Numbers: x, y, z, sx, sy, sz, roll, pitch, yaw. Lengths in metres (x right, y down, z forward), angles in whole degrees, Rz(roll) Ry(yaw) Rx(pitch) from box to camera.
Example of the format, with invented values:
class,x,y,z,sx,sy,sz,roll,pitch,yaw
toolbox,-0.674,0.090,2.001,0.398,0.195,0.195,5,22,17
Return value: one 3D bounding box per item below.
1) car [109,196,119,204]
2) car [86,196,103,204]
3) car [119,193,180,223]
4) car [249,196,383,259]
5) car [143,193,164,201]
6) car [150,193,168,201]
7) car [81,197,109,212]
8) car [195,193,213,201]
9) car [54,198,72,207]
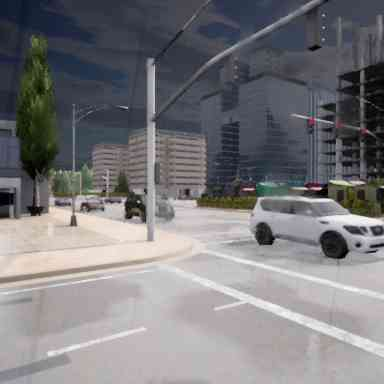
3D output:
class,x,y,z,sx,sy,sz,roll,pitch,yaw
car,-15.326,1.537,64.118,2.033,1.411,5.357,0,0,-34
car,-18.284,1.555,62.222,1.994,1.385,4.181,0,0,-33
car,-3.437,1.219,25.696,2.150,2.045,5.566,0,0,-33
car,4.655,1.214,13.088,2.150,2.045,5.566,0,0,-32
car,-9.372,1.137,81.068,4.605,1.855,1.932,0,0,-34
car,-7.794,1.139,78.641,3.866,1.878,1.905,0,0,-34
car,-11.442,1.520,38.196,1.812,1.442,4.674,0,0,-32
car,3.242,1.140,62.414,3.866,1.878,1.905,0,0,-34
car,-20.190,1.598,52.036,1.895,1.301,4.718,0,0,-33
